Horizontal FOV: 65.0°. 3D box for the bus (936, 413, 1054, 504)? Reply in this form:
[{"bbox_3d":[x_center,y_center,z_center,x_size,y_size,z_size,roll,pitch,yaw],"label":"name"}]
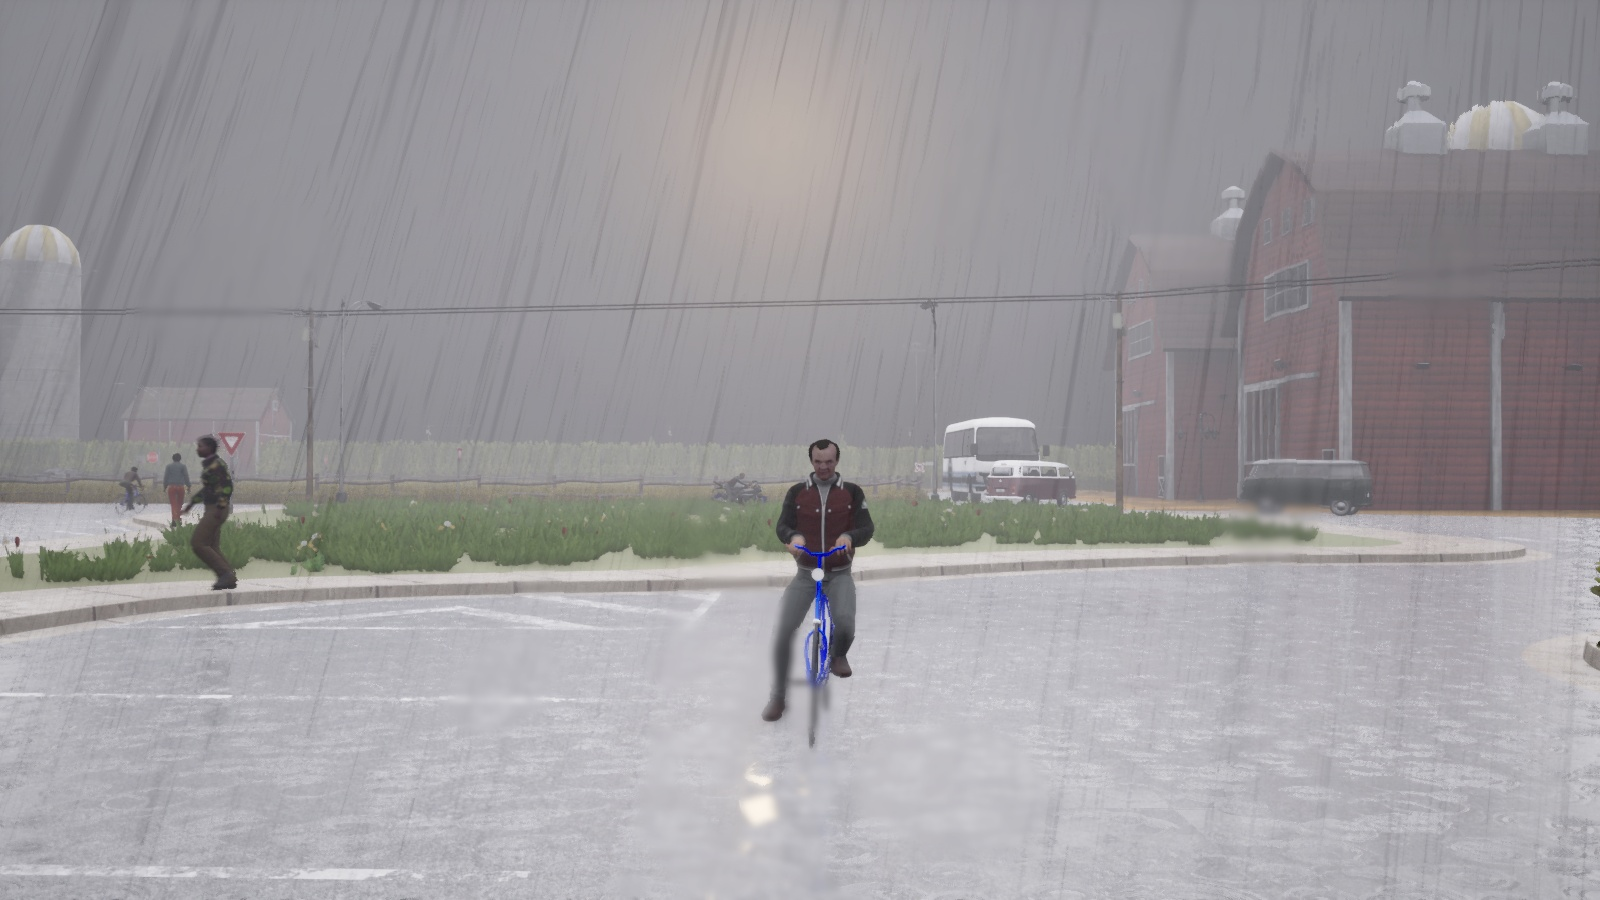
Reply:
[{"bbox_3d":[9.684,0.469,63.888,3.944,4.253,10.273,0,-1,-3],"label":"bus"}]

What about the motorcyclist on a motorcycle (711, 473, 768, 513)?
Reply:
[{"bbox_3d":[-2.370,1.691,49.642,2.191,1.530,0.866,0,-1,0],"label":"motorcyclist on a motorcycle"}]

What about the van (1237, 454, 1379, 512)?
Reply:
[{"bbox_3d":[18.232,1.193,45.163,4.442,1.987,1.775,-1,-1,34],"label":"van"}]

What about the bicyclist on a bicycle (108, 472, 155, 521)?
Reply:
[{"bbox_3d":[-22.873,1.580,43.020,0.582,1.620,1.656,0,-1,5],"label":"bicyclist on a bicycle"}]

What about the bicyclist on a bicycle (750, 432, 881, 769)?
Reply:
[{"bbox_3d":[0.139,0.812,7.576,0.659,1.776,1.843,0,-1,4],"label":"bicyclist on a bicycle"}]

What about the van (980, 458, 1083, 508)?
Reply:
[{"bbox_3d":[9.962,1.394,53.885,4.480,2.038,2.069,1,-2,-43],"label":"van"}]

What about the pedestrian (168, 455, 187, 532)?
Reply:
[{"bbox_3d":[-15.112,1.041,30.502,0.353,1.847,0.614,0,-1,-21],"label":"pedestrian"}]

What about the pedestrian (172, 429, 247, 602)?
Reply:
[{"bbox_3d":[-6.767,0.738,14.388,0.692,1.930,0.395,1,-1,-39],"label":"pedestrian"}]
